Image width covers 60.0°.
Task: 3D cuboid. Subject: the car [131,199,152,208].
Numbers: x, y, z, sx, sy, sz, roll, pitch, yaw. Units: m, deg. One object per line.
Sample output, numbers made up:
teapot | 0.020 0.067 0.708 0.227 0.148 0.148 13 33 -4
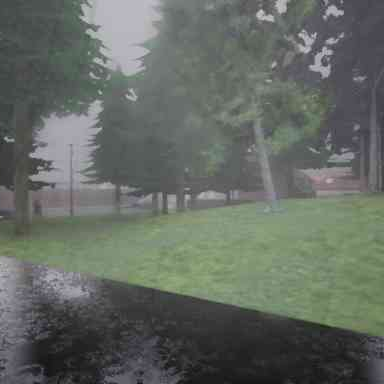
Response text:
car | -8.061 1.916 57.127 2.033 1.411 5.357 -1 0 35

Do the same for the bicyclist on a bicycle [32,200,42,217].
bicyclist on a bicycle | -15.266 1.641 32.698 1.656 1.620 0.582 -1 -1 35
